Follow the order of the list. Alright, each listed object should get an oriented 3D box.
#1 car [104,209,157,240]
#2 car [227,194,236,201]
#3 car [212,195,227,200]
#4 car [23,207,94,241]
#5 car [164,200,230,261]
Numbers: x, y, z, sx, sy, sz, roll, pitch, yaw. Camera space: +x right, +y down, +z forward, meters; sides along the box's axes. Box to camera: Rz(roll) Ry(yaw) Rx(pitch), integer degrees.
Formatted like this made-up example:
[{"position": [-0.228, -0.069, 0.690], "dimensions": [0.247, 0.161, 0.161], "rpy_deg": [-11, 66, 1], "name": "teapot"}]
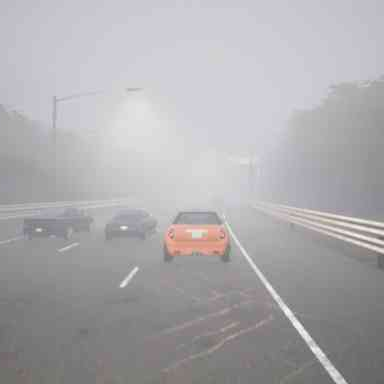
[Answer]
[{"position": [-2.989, 1.569, 16.968], "dimensions": [1.994, 1.385, 4.181], "rpy_deg": [0, 0, 2], "name": "car"}, {"position": [9.845, 1.592, 87.910], "dimensions": [1.895, 1.301, 4.718], "rpy_deg": [0, 0, 13], "name": "car"}, {"position": [4.751, 1.366, 60.849], "dimensions": [2.097, 1.767, 4.553], "rpy_deg": [0, 0, 9], "name": "car"}, {"position": [-6.503, 1.475, 16.804], "dimensions": [1.882, 1.535, 5.008], "rpy_deg": [0, 0, 2], "name": "car"}, {"position": [0.222, 1.360, 12.436], "dimensions": [2.097, 1.767, 4.553], "rpy_deg": [0, 0, 2], "name": "car"}]
